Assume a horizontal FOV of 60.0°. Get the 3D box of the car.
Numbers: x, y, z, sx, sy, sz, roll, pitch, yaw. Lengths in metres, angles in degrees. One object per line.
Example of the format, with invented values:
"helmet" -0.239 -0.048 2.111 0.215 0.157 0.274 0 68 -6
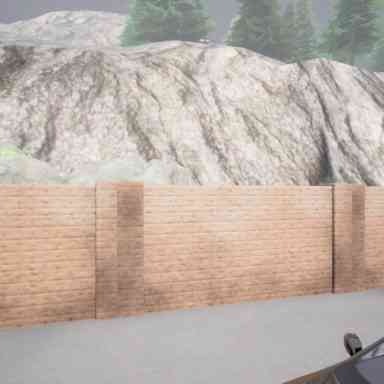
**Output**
"car" 2.207 1.492 1.887 4.902 1.511 2.128 0 0 -18
